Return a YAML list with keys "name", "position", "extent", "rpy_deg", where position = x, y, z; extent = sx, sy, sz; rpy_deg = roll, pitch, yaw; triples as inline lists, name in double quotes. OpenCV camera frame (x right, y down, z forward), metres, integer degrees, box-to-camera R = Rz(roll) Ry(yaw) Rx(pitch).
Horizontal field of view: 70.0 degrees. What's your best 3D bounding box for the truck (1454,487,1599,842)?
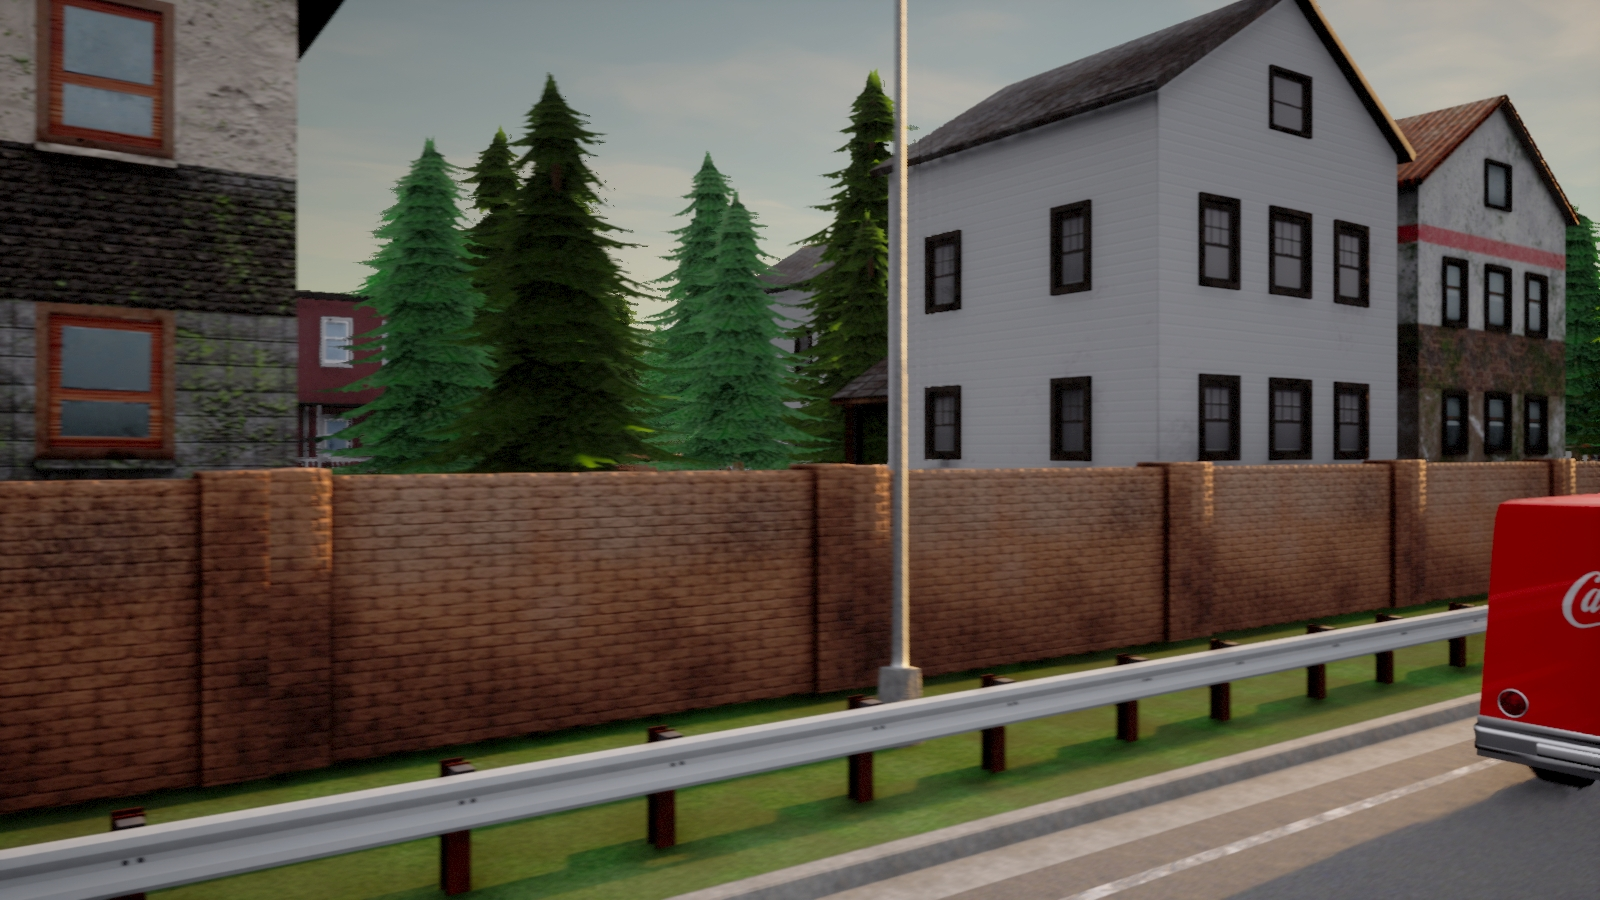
- name: "truck"
  position: [8.036, 1.573, 9.410]
  extent: [5.204, 2.467, 2.627]
  rpy_deg: [0, 0, -35]
